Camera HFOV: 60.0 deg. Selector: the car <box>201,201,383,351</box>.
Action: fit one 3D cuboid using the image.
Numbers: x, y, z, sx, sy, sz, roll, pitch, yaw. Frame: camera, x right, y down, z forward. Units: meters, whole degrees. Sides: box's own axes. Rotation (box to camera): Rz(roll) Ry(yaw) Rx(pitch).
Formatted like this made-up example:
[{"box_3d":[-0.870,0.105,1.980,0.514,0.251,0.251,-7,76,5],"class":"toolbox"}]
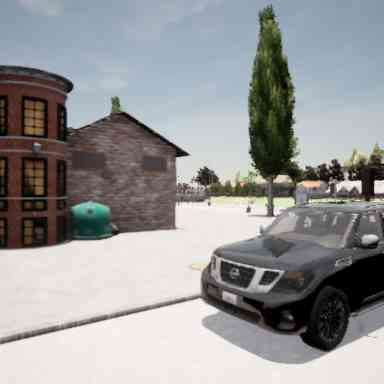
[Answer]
[{"box_3d":[2.817,1.234,6.596,5.566,2.045,2.150,0,0,-35],"class":"car"}]
